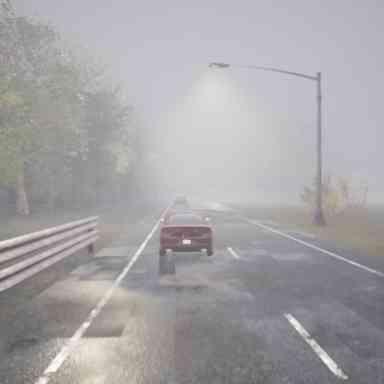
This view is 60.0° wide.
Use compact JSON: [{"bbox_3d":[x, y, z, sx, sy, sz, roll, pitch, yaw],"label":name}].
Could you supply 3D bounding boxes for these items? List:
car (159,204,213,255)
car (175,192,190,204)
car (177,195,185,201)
[{"bbox_3d":[-0.266,1.481,13.328,1.882,1.535,5.008,0,0,-2],"label":"car"},{"bbox_3d":[-1.772,1.343,54.659,2.097,1.767,4.553,0,0,-2],"label":"car"},{"bbox_3d":[-3.046,1.485,89.666,2.128,1.511,4.902,0,0,-2],"label":"car"}]
